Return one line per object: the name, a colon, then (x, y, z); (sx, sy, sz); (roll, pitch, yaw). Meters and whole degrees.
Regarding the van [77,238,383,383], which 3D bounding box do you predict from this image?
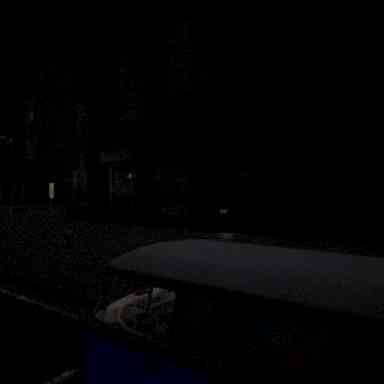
van: (0.895, 1.341, 2.324); (3.998, 1.788, 1.690); (0, 0, 36)
